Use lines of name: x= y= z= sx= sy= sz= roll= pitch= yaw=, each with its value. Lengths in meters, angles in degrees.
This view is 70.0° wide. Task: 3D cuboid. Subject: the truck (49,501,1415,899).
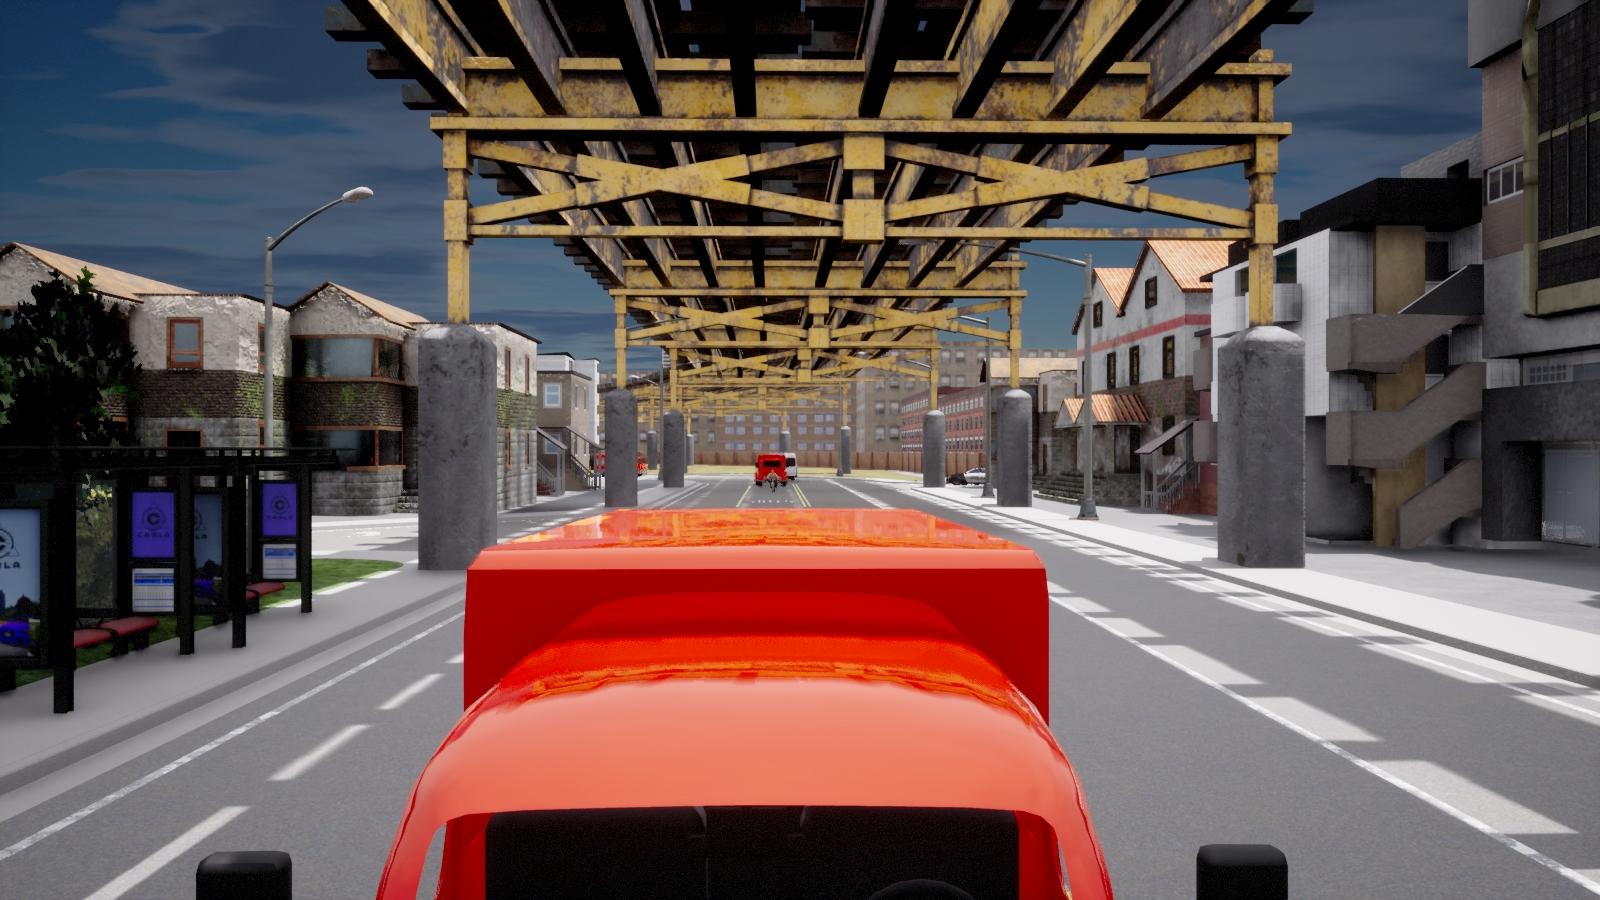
truck: x=-0.167 y=1.568 z=4.802 sx=2.627 sy=2.467 sz=5.204 roll=0 pitch=0 yaw=-1
